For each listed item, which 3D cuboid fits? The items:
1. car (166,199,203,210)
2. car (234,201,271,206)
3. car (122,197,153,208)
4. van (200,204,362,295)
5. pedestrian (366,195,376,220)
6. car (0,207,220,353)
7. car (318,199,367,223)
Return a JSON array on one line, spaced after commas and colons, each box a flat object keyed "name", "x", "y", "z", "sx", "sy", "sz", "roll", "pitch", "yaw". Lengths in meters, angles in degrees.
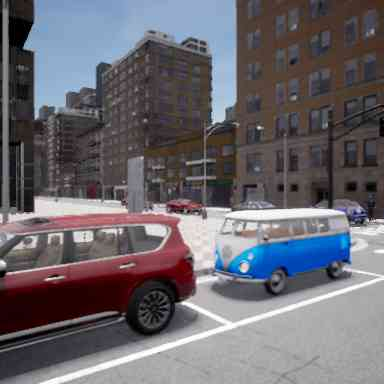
[{"name": "car", "x": -0.795, "y": 1.442, "z": 33.492, "sx": 1.882, "sy": 1.535, "sz": 5.008, "roll": 0, "pitch": 0, "yaw": -35}, {"name": "car", "x": 5.047, "y": 1.456, "z": 25.014, "sx": 2.128, "sy": 1.511, "sz": 4.902, "roll": 0, "pitch": 0, "yaw": -36}, {"name": "car", "x": -6.671, "y": 1.440, "z": 42.017, "sx": 1.882, "sy": 1.535, "sz": 5.008, "roll": 0, "pitch": 0, "yaw": -34}, {"name": "van", "x": 2.365, "y": 1.341, "z": 8.453, "sx": 3.998, "sy": 1.788, "sz": 1.690, "roll": 0, "pitch": 0, "yaw": -36}, {"name": "pedestrian", "x": 13.104, "y": 1.104, "z": 24.335, "sx": 0.375, "sy": 1.860, "sz": 0.375, "roll": 0, "pitch": 0, "yaw": -35}, {"name": "car", "x": -2.228, "y": 1.315, "z": 5.177, "sx": 5.009, "sy": 1.841, "sz": 2.192, "roll": 0, "pitch": 0, "yaw": -36}, {"name": "car", "x": 9.814, "y": 1.315, "z": 23.658, "sx": 2.097, "sy": 1.767, "sz": 4.553, "roll": 0, "pitch": 0, "yaw": -32}]
